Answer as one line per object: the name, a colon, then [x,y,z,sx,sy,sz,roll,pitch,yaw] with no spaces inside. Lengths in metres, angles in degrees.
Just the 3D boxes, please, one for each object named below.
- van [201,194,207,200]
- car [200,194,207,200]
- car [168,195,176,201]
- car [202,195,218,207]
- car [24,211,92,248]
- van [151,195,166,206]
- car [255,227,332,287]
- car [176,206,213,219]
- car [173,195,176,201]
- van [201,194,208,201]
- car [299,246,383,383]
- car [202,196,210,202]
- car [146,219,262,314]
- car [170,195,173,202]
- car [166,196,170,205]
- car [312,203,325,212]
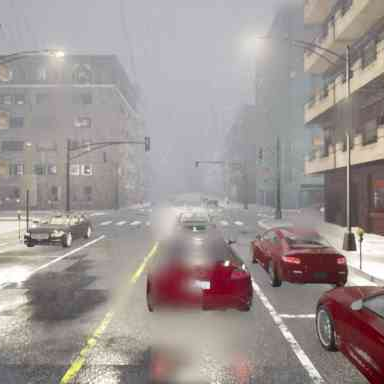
van: [3.268,1.342,92.365,1.690,1.788,3.998,1,0,0]
car: [3.085,1.553,69.685,2.008,1.369,4.403,1,0,0]
car: [-5.160,1.547,86.787,1.887,1.381,4.507,1,0,0]
car: [3.044,1.553,51.097,2.008,1.369,4.403,1,0,0]
car: [-5.747,1.553,14.727,2.008,1.369,4.403,1,0,0]
van: [-5.502,1.345,52.772,1.690,1.788,3.998,1,0,0]
car: [2.681,1.583,8.975,1.802,1.307,4.206,1,0,0]
car: [0.128,1.603,16.518,1.895,1.301,4.718,0,0,0]
car: [-5.250,1.568,75.446,1.947,1.339,4.313,1,0,0]
van: [3.223,1.342,86.695,1.690,1.788,3.998,1,0,0]
car: [2.672,1.583,3.304,1.802,1.307,4.206,1,0,0]
car: [3.129,1.584,75.355,1.802,1.307,4.206,1,0,0]
car: [0.118,1.565,7.700,1.994,1.385,4.181,0,0,-1]
car: [-5.338,1.443,64.105,1.967,1.590,4.097,1,0,0]
car: [-5.385,1.569,58.434,1.947,1.339,4.313,1,0,0]
car: [15.605,1.515,36.850,4.507,1.381,1.887,0,-1,1]
